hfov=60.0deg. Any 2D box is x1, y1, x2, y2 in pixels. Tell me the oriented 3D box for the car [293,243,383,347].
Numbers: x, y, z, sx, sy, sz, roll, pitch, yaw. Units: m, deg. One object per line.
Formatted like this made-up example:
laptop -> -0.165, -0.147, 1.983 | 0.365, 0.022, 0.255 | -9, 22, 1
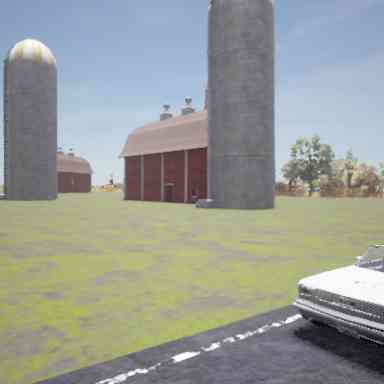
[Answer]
car -> 3.942, 1.617, 5.868 | 4.718, 1.301, 1.895 | 0, 0, -35
